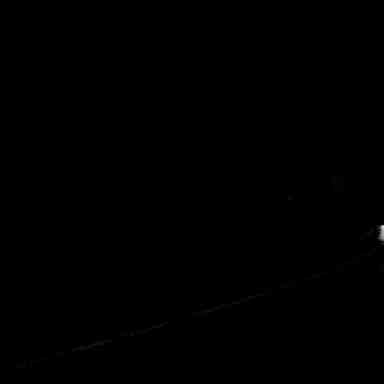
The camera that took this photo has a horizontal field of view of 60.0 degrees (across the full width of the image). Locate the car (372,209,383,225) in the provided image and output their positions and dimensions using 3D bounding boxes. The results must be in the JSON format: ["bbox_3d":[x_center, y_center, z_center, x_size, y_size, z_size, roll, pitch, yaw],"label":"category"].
[{"bbox_3d":[19.037,2.406,32.561,2.128,1.511,4.902,-2,-3,16],"label":"car"}]
